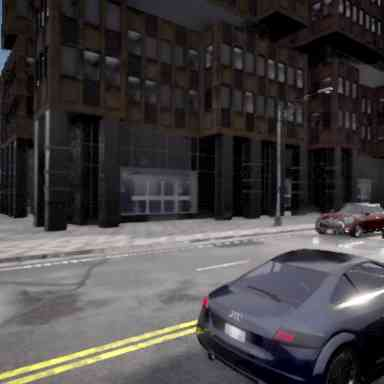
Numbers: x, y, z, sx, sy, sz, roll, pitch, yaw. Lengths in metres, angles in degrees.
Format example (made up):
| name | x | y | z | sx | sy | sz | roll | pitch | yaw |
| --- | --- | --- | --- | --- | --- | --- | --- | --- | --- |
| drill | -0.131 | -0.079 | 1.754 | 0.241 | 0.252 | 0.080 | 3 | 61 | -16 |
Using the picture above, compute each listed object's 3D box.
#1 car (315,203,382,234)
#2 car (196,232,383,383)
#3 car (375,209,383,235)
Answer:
| name | x | y | z | sx | sy | sz | roll | pitch | yaw |
| --- | --- | --- | --- | --- | --- | --- | --- | --- | --- |
| car | 8.659 | 1.388 | 17.834 | 4.553 | 1.767 | 2.097 | 0 | 0 | -35 |
| car | 2.122 | 1.571 | 4.952 | 4.181 | 1.385 | 1.994 | 0 | 0 | -35 |
| car | 10.509 | 1.599 | 15.162 | 4.181 | 1.385 | 1.994 | 0 | 0 | -35 |
